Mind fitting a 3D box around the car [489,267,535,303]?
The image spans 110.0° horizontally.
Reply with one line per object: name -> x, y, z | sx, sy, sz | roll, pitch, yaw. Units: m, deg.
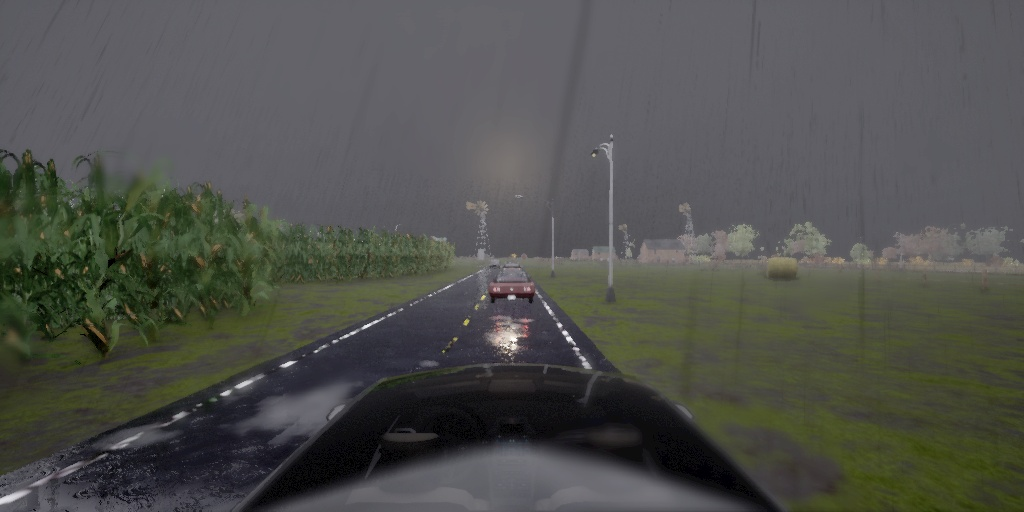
car -> -0.002, 1.365, 16.532 | 1.895, 1.301, 4.718 | 0, 0, 0

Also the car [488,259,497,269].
car -> -2.750, 1.313, 58.507 | 1.837, 1.490, 4.892 | 0, 0, 0

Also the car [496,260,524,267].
car -> 0.000, 1.249, 31.503 | 2.128, 1.511, 4.902 | 0, 0, 0
